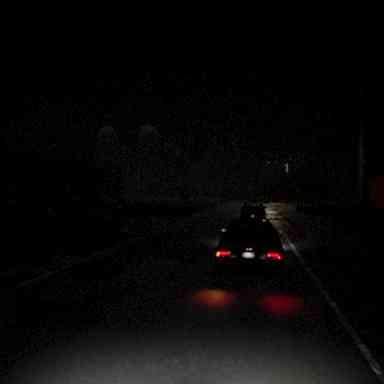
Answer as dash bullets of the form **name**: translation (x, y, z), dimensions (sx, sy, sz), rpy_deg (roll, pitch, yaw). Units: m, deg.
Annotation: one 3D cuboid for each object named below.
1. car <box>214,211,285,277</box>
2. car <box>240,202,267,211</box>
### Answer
- **car**: translation (1.820, 1.552, 10.371), dimensions (2.033, 1.411, 5.357), rpy_deg (0, 0, 11)
- **car**: translation (4.793, 1.506, 26.036), dimensions (2.128, 1.511, 4.902), rpy_deg (0, 0, 11)
